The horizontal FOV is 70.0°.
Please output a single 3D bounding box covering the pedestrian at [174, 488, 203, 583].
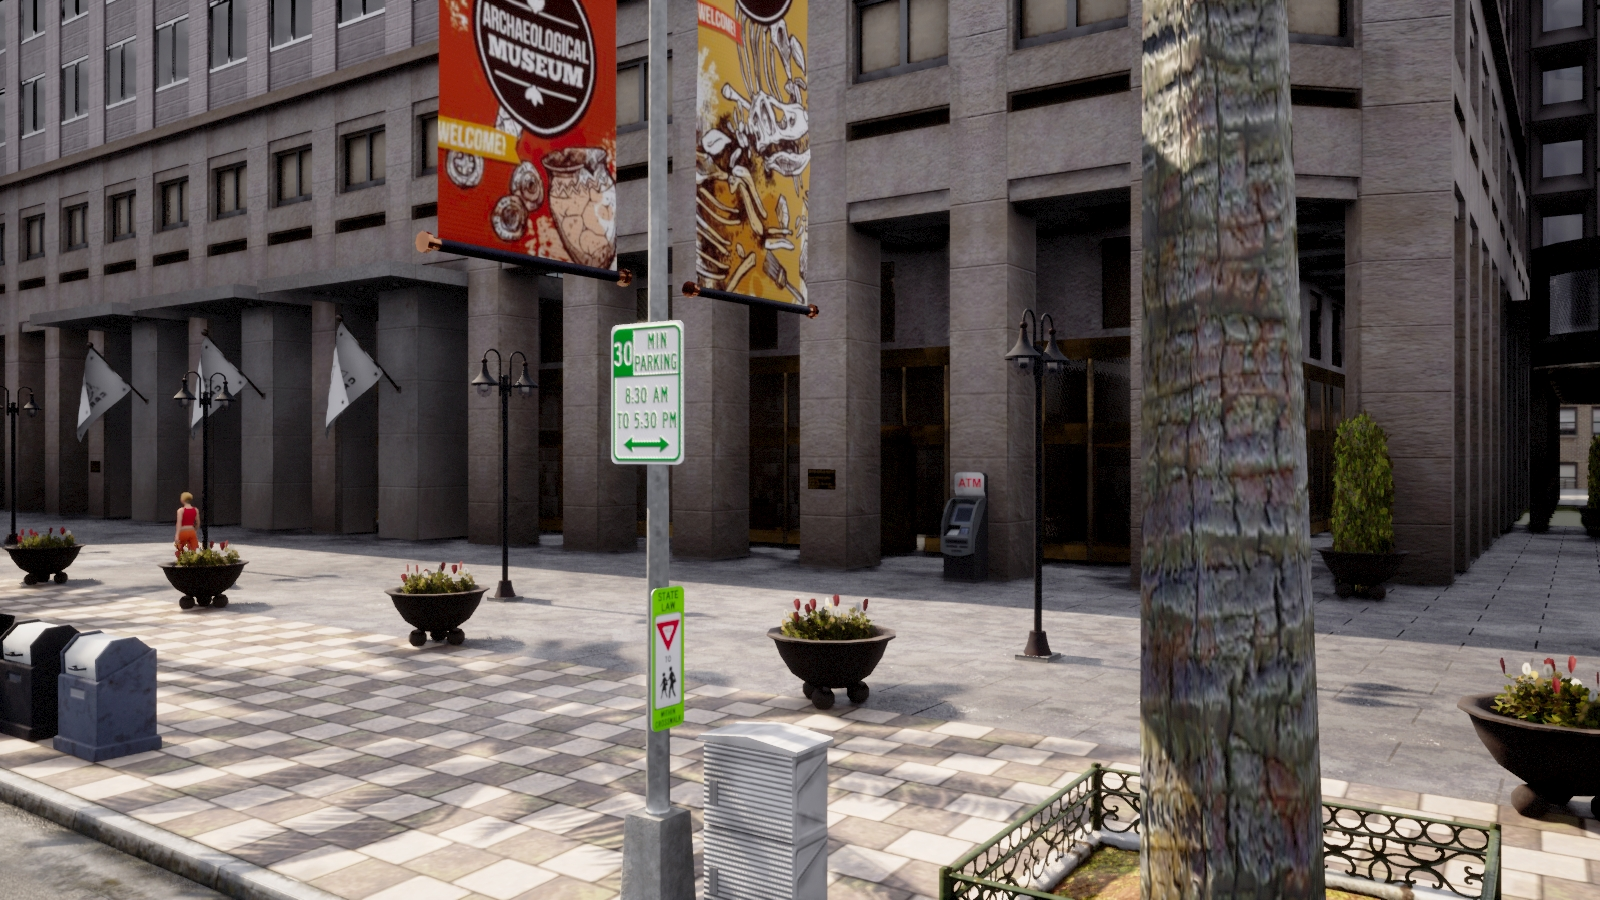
[{"bbox_3d":[-12.220,1.704,22.836,0.375,1.860,0.375,0,0,37],"label":"pedestrian"}]
